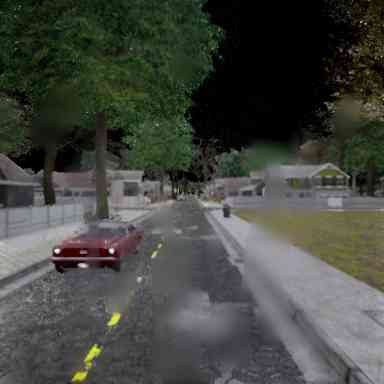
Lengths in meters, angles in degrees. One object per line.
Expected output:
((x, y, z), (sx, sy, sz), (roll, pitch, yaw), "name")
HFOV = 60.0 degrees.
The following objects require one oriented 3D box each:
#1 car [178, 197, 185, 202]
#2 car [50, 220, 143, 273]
((-2.755, 1.929, 88.680), (1.994, 1.385, 4.181), (0, 0, 0), "car")
((-2.851, 1.648, 10.962), (1.895, 1.301, 4.718), (0, 0, 0), "car")
